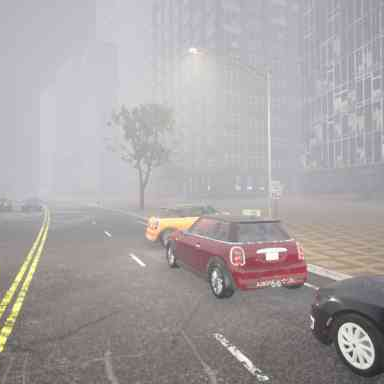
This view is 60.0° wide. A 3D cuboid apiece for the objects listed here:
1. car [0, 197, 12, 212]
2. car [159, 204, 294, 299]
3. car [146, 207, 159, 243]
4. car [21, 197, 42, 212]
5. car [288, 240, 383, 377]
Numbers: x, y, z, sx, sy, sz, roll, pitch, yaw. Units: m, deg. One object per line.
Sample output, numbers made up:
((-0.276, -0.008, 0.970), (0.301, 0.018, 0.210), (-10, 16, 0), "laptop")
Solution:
((-21.884, 1.390, 38.042), (2.097, 1.767, 4.553), (0, 0, -24), "car")
((0.860, 1.355, 8.871), (2.097, 1.767, 4.553), (0, 0, -22), "car")
((0.336, 1.277, 14.487), (4.553, 1.767, 2.097), (-3, 1, -18), "car")
((-18.918, 1.393, 39.371), (2.097, 1.767, 4.553), (0, 0, -24), "car")
((3.607, 1.505, 3.406), (1.837, 1.490, 4.892), (0, 0, -36), "car")
